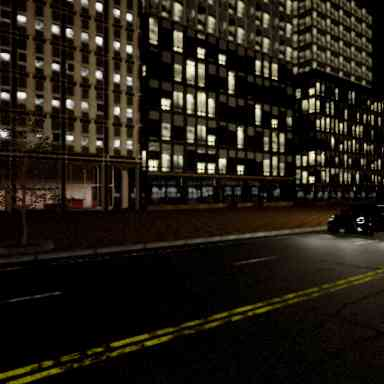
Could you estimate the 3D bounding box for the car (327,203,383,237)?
[{"bbox_3d":[9.523,1.410,18.359,4.553,1.767,2.097,0,0,-35],"label":"car"}]
